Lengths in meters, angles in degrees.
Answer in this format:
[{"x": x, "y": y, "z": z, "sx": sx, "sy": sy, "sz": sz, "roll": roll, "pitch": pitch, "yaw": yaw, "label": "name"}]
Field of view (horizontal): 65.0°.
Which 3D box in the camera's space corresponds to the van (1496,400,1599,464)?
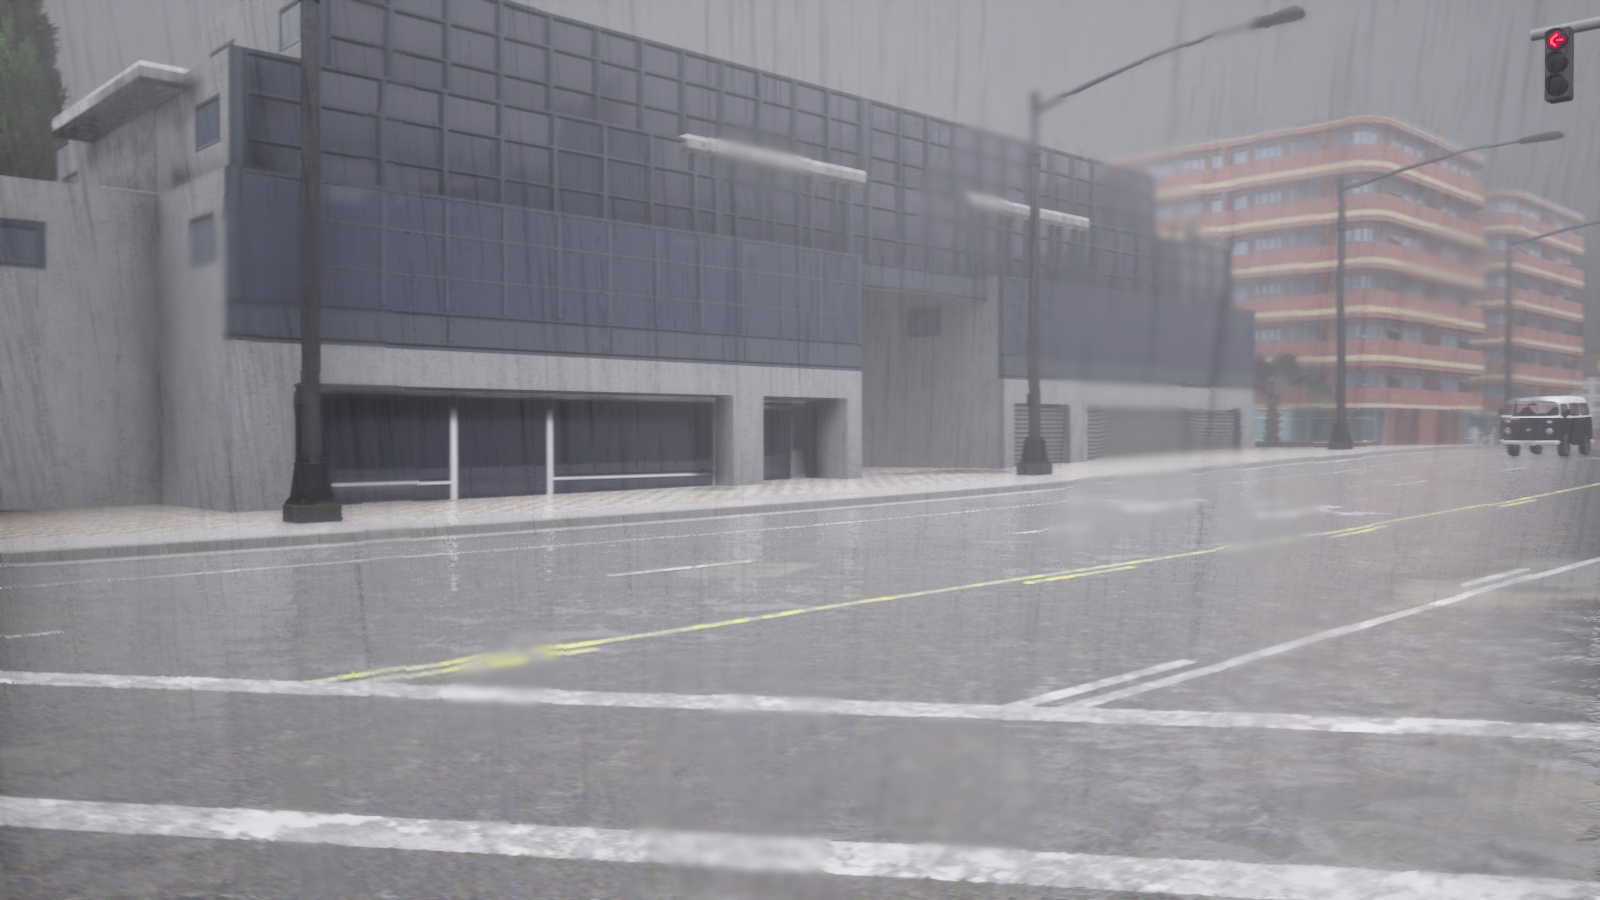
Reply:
[{"x": 25.430, "y": -0.627, "z": 42.446, "sx": 4.480, "sy": 2.038, "sz": 2.069, "roll": -2, "pitch": 2, "yaw": -44, "label": "van"}]
